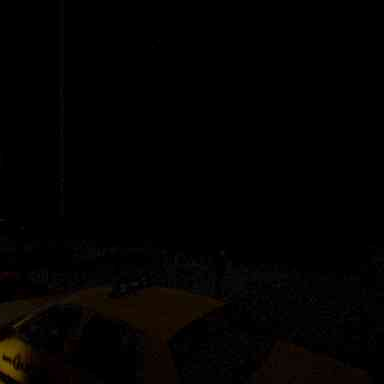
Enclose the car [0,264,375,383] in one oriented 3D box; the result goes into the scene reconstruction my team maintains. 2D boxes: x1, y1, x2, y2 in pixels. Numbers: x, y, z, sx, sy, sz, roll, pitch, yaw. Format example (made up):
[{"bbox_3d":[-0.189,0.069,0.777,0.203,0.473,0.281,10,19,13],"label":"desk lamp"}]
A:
[{"bbox_3d":[-0.801,1.519,3.382,4.829,1.417,1.752,0,0,36],"label":"car"}]
